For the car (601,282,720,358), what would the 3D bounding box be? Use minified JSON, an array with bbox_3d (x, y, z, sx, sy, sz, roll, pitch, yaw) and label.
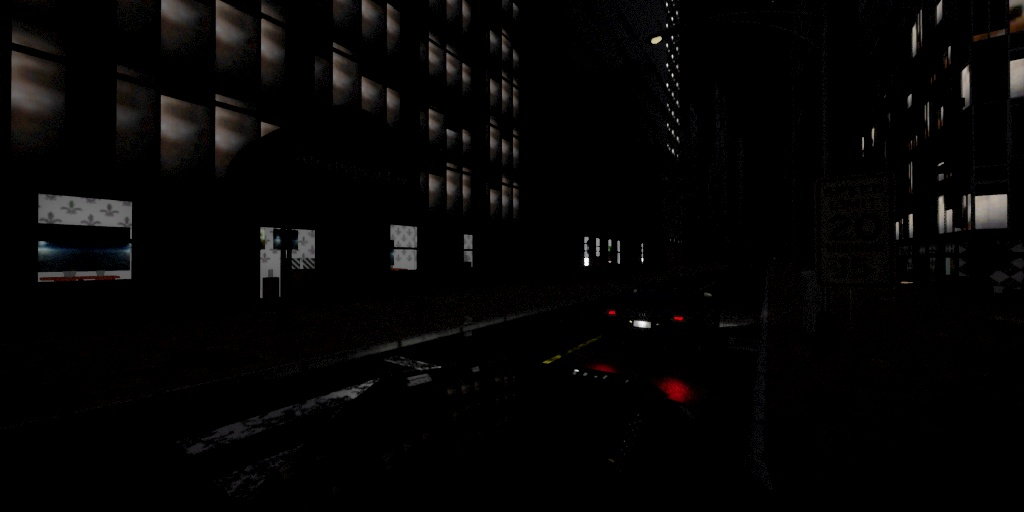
[{"bbox_3d":[3.746,1.323,8.735,1.994,1.385,4.181,0,0,36],"label":"car"}]
